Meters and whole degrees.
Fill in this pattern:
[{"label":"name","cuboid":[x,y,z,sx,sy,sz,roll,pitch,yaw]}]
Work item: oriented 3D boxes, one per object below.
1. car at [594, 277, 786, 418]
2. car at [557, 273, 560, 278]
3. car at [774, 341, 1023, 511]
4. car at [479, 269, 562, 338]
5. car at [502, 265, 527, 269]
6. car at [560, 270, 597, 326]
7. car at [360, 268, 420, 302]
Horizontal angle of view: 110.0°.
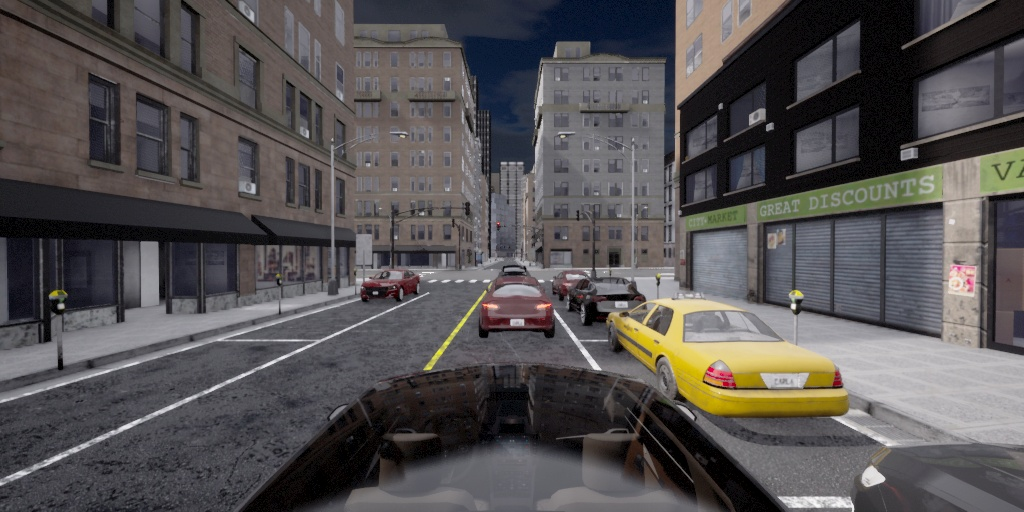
[{"label":"car","cuboid":[2.881,1.274,6.085,1.751,1.417,4.829,0,0,0]},{"label":"car","cuboid":[2.898,1.326,17.087,1.802,1.307,4.207,0,0,0]},{"label":"car","cuboid":[2.871,1.301,0.330,2.007,1.370,4.403,0,0,0]},{"label":"car","cuboid":[0.106,1.273,10.067,1.812,1.442,4.674,0,0,0]},{"label":"car","cuboid":[0.126,1.248,20.346,1.837,1.490,4.892,0,0,0]},{"label":"car","cuboid":[2.889,1.312,11.502,1.948,1.339,4.313,0,0,0]},{"label":"car","cuboid":[-5.648,1.289,17.098,1.888,1.381,4.507,0,0,0]}]
